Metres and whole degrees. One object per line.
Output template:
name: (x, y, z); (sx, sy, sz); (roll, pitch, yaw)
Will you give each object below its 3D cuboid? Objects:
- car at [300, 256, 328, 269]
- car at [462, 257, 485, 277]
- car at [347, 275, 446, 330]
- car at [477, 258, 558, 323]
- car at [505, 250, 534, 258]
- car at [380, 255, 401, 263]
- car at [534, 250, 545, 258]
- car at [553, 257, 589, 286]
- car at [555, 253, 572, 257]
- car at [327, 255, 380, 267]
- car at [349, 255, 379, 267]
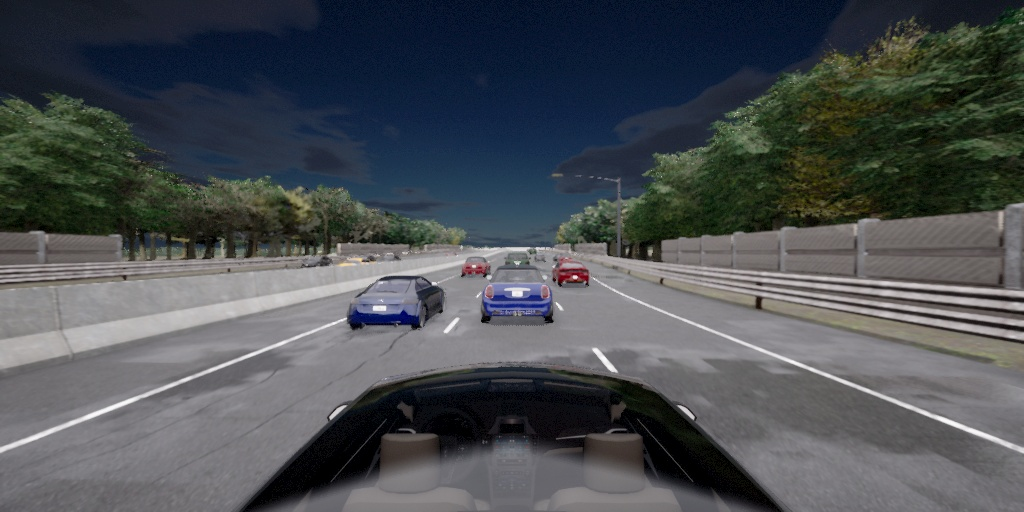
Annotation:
car: (-23.148, 0.801, 42.722); (1.837, 1.490, 4.892); (0, 1, -1)
car: (-2.998, 0.832, 30.938); (2.097, 1.767, 4.553); (0, 1, 1)
car: (-3.341, 1.284, 11.105); (1.994, 1.385, 4.181); (0, 0, 1)
car: (0.170, 1.064, 12.181); (2.097, 1.767, 4.553); (0, 0, 1)
car: (0.505, 0.695, 31.233); (2.150, 2.045, 5.566); (0, 1, 1)
car: (-16.644, 0.667, 49.075); (1.837, 1.490, 4.892); (0, 1, 2)
car: (4.934, 0.260, 64.516); (2.128, 1.511, 4.902); (0, 2, 2)
car: (3.725, 1.060, 23.329); (1.882, 1.535, 5.008); (0, 1, 1)
car: (7.957, 0.393, 53.548); (2.097, 1.767, 4.553); (0, 1, 4)
car: (-13.689, 0.956, 31.366); (1.882, 1.535, 5.008); (0, 1, 2)
car: (-20.139, 0.640, 49.174); (1.882, 1.535, 5.008); (0, 1, 2)
